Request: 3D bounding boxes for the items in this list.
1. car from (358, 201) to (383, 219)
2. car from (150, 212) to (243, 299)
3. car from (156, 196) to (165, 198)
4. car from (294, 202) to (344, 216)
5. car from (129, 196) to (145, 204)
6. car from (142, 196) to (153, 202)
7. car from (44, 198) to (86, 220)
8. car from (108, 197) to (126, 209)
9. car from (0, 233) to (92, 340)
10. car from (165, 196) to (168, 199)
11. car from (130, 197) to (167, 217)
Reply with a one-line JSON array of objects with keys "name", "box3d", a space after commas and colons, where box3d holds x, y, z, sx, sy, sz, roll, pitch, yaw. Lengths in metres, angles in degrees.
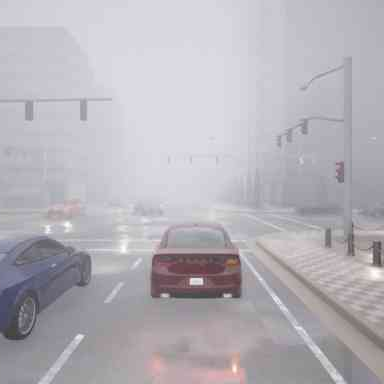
[{"name": "car", "box3d": [16.335, 1.436, 27.413, 4.902, 1.511, 2.128, 0, 0, 0]}, {"name": "car", "box3d": [0.097, 1.478, 8.535, 1.882, 1.535, 5.008, 0, 0, 0]}, {"name": "car", "box3d": [-6.924, 1.492, 63.649, 2.128, 1.511, 4.902, 0, 0, 1]}, {"name": "car", "box3d": [12.044, 1.545, 30.959, 4.718, 1.301, 1.895, 0, 0, 1]}, {"name": "car", "box3d": [-10.427, 1.491, 62.985, 2.128, 1.511, 4.902, 0, 0, 1]}, {"name": "car", "box3d": [-10.346, 1.543, 77.892, 1.994, 1.385, 4.181, 0, 0, 0]}, {"name": "car", "box3d": [-10.546, 1.321, 27.888, 2.097, 1.767, 4.553, 0, 0, 0]}, {"name": "car", "box3d": [-10.505, 1.505, 46.828, 1.837, 1.490, 4.892, 0, 0, 0]}, {"name": "car", "box3d": [-3.417, 1.526, 6.407, 1.812, 1.442, 4.674, 0, 0, 0]}, {"name": "car", "box3d": [-6.844, 1.584, 78.505, 1.895, 1.301, 4.718, 0, 0, 0]}, {"name": "car", "box3d": [-4.168, 1.484, 30.895, 1.812, 1.442, 4.674, -1, 0, -25]}]
